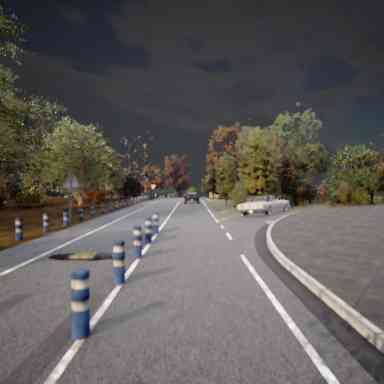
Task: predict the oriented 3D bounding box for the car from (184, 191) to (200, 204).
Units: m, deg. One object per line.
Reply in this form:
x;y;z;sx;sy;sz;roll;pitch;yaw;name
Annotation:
-0.016;0.689;43.167;1.837;1.490;4.892;0;1;0;car

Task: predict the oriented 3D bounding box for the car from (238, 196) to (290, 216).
5.112;0.930;23.094;1.895;1.301;4.718;-5;-2;37;car
